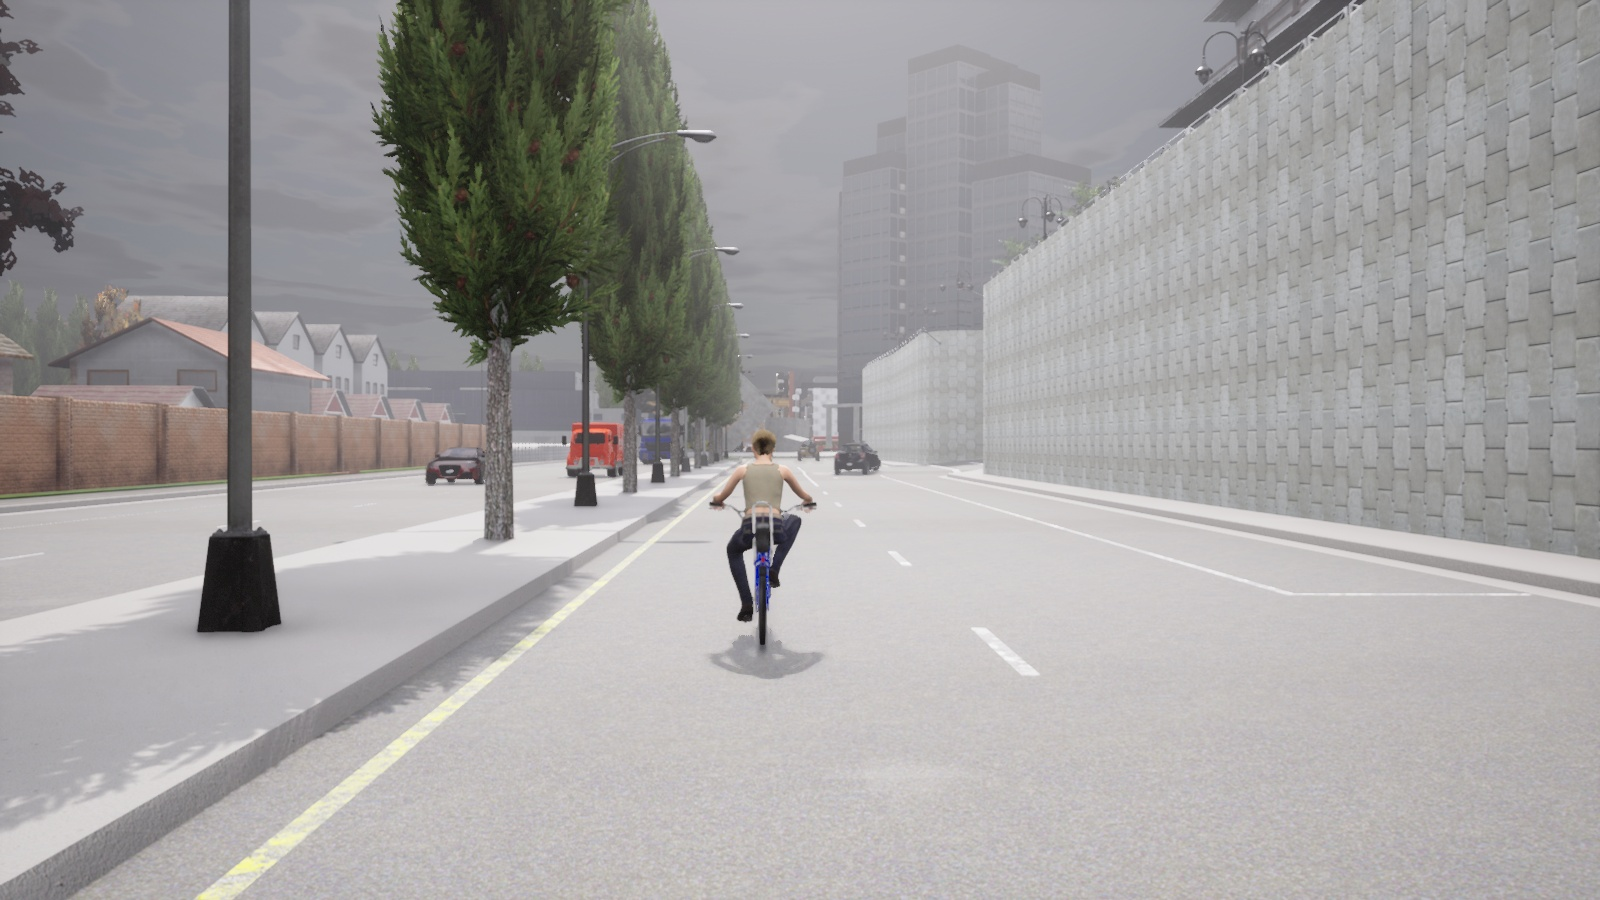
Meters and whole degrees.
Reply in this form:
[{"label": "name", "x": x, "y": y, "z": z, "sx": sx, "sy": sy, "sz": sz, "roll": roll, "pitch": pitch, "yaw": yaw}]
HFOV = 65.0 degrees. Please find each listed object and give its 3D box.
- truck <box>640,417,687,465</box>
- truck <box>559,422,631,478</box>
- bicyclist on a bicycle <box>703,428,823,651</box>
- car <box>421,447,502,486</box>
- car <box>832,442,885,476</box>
[{"label": "truck", "x": -10.296, "y": -0.665, "z": 95.450, "sx": 2.891, "sy": 3.462, "sz": 7.936, "roll": 0, "pitch": 0, "yaw": -1}, {"label": "truck", "x": -9.426, "y": -0.010, "z": 58.203, "sx": 2.627, "sy": 2.467, "sz": 5.204, "roll": 0, "pitch": 0, "yaw": -1}, {"label": "bicyclist on a bicycle", "x": -0.288, "y": 0.646, "z": 9.833, "sx": 0.866, "sy": 1.612, "sz": 1.509, "roll": 0, "pitch": 0, "yaw": -2}, {"label": "car", "x": -12.674, "y": 0.577, "z": 47.217, "sx": 1.994, "sy": 1.385, "sz": 4.181, "roll": 0, "pitch": 0, "yaw": -1}, {"label": "car", "x": 2.962, "y": 0.428, "z": 63.203, "sx": 1.845, "sy": 1.501, "sz": 3.633, "roll": -1, "pitch": 3, "yaw": 16}]
